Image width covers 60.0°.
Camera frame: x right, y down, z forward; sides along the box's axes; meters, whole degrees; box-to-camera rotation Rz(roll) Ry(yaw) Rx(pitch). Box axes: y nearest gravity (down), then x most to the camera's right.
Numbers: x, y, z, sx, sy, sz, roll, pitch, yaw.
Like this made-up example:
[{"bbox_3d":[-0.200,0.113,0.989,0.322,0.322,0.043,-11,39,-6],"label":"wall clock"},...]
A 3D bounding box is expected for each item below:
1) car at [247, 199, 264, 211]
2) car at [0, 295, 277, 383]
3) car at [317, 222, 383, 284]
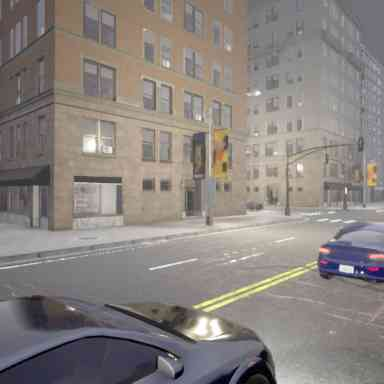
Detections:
[{"bbox_3d":[6.456,1.549,39.995,4.181,1.385,1.994,0,0,43],"label":"car"},{"bbox_3d":[-1.055,1.564,2.555,1.994,1.385,4.181,0,0,43],"label":"car"},{"bbox_3d":[4.972,1.527,8.993,1.812,1.442,4.674,0,0,43],"label":"car"}]
